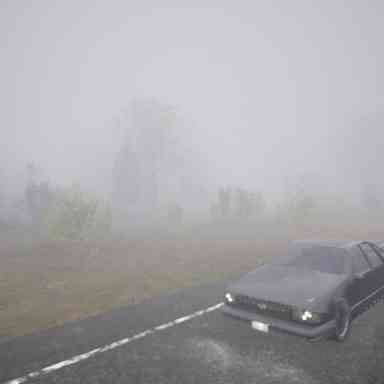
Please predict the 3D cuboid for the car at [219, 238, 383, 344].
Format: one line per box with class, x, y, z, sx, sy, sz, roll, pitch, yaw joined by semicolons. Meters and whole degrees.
car;2.898;1.727;7.080;2.033;1.411;5.357;-3;-2;44
